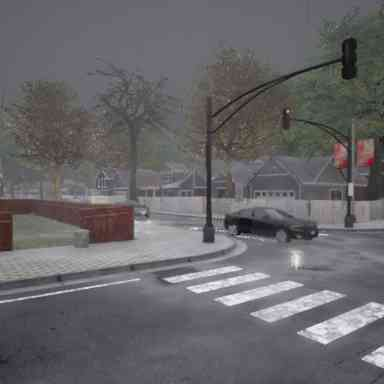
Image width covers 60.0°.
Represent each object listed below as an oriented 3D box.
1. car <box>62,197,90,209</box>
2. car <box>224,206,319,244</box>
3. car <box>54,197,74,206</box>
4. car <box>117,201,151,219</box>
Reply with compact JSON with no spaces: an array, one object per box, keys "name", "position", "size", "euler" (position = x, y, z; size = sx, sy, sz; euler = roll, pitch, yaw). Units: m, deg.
[{"name":"car","position":[-14.933,1.582,42.403],"size":[1.812,1.442,4.674],"euler":[0,-1,-35]},{"name":"car","position":[3.712,1.486,16.255],"size":[1.882,1.535,5.008],"euler":[0,0,-36]},{"name":"car","position":[-22.218,1.598,57.493],"size":[2.128,1.511,4.902],"euler":[0,0,-36]},{"name":"car","position":[-5.356,1.521,28.955],"size":[2.128,1.511,4.902],"euler":[0,0,-35]}]
